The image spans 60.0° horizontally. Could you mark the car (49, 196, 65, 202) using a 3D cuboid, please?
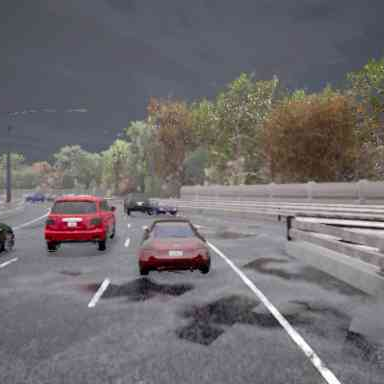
[{"bbox_3d":[-31.549,1.549,77.600,1.994,1.385,4.181,0,0,-44],"label":"car"}]

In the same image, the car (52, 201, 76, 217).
[{"bbox_3d":[-12.366,1.597,32.300,1.895,1.301,4.718,0,0,-18],"label":"car"}]

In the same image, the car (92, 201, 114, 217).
[{"bbox_3d":[-8.654,1.584,32.181,1.895,1.301,4.718,0,0,-17],"label":"car"}]

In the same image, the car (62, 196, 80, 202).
[{"bbox_3d":[-26.022,1.437,71.388,1.895,1.301,4.718,0,0,-41],"label":"car"}]

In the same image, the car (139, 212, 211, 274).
[{"bbox_3d":[-0.634,1.551,10.585,1.994,1.385,4.181,0,0,-6],"label":"car"}]

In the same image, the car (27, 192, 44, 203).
[{"bbox_3d":[-31.411,1.093,66.918,2.150,2.045,5.566,0,0,-41],"label":"car"}]

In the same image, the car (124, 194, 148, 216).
[{"bbox_3d":[-5.428,1.196,32.701,2.150,2.045,5.566,-2,1,-15],"label":"car"}]

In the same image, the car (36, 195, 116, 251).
[{"bbox_3d":[-4.573,1.216,14.287,2.150,2.045,5.566,0,0,-8],"label":"car"}]

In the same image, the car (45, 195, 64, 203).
[{"bbox_3d":[-28.696,1.395,69.131,2.033,1.411,5.357,0,0,-41],"label":"car"}]

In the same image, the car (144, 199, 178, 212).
[{"bbox_3d":[-2.824,1.564,31.116,1.895,1.301,4.718,2,-1,-19],"label":"car"}]

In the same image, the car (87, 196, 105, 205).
[{"bbox_3d":[-16.830,1.477,58.241,1.837,1.490,4.892,0,0,-31],"label":"car"}]

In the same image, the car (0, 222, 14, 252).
[{"bbox_3d":[-7.701,1.361,10.889,2.097,1.767,4.553,0,0,-6],"label":"car"}]
